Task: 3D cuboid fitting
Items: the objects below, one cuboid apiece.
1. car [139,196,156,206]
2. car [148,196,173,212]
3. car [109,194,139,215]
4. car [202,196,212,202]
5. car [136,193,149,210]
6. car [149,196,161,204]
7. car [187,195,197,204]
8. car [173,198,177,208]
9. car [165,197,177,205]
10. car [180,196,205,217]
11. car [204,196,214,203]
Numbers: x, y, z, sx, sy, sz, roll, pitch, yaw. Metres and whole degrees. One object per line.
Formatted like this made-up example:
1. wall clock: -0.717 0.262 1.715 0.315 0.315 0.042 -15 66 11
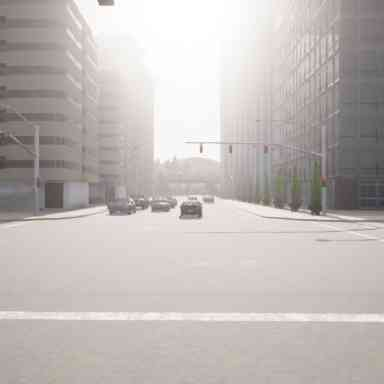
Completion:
1. car: -7.129 1.491 53.990 2.128 1.511 4.902 0 0 0
2. car: -3.628 1.505 38.940 1.837 1.490 4.892 0 0 0
3. car: -7.125 1.352 34.442 2.097 1.767 4.553 0 0 0
4. car: 3.445 1.528 76.167 1.994 1.385 4.181 0 0 0
5. car: -7.129 1.221 44.031 2.150 2.045 5.566 0 0 0
6. car: -7.092 1.505 64.430 1.837 1.490 4.892 0 0 0
7. car: -0.048 1.478 66.664 1.882 1.535 5.008 0 0 0
8. car: -3.631 1.352 48.144 2.097 1.767 4.553 0 0 0
9. car: -3.621 1.601 57.913 1.895 1.301 4.718 0 0 0
10. car: -0.040 1.480 31.406 1.882 1.535 5.008 0 0 3
11. car: 3.452 1.505 67.500 1.837 1.490 4.892 0 0 0
